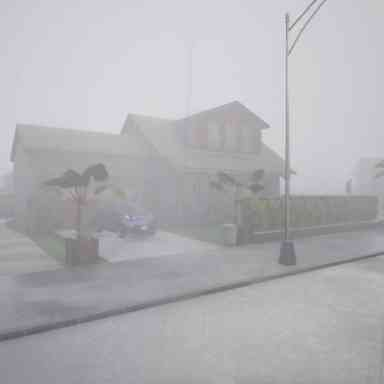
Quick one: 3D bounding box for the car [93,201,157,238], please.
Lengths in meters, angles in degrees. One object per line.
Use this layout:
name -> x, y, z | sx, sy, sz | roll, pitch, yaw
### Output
car -> -3.094, 1.172, 15.242 | 1.845, 1.501, 3.633 | 0, 0, -38
